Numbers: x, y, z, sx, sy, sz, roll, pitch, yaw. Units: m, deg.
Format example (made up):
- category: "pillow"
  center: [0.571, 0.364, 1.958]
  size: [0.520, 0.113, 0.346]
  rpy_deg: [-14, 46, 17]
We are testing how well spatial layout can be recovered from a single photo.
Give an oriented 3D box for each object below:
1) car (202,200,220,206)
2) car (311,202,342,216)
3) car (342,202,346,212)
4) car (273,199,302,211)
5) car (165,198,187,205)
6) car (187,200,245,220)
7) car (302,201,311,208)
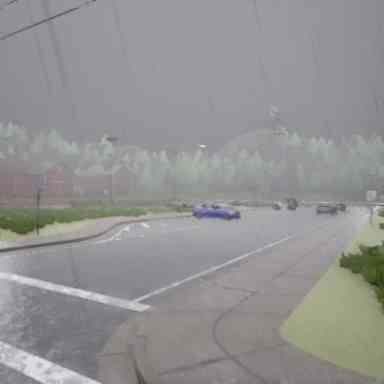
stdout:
- category: "car"
  center: [4.136, 2.312, 70.671]
  size: [1.895, 1.301, 4.718]
  rpy_deg: [0, -1, 31]
- category: "car"
  center: [16.383, 2.035, 40.384]
  size: [2.128, 1.511, 4.902]
  rpy_deg: [0, -1, 31]
- category: "car"
  center: [21.740, 2.173, 49.589]
  size: [2.128, 1.511, 4.902]
  rpy_deg: [0, -1, 31]
- category: "car"
  center: [14.713, 1.957, 52.598]
  size: [3.866, 1.878, 1.905]
  rpy_deg: [0, -1, 31]
- category: "car"
  center: [-1.887, 1.779, 50.618]
  size: [4.605, 1.855, 1.932]
  rpy_deg: [0, -1, 31]
- category: "car"
  center: [2.337, 1.810, 31.795]
  size: [4.611, 1.667, 2.242]
  rpy_deg: [0, -1, 31]
- category: "car"
  center: [21.115, 2.323, 64.473]
  size: [4.193, 1.474, 1.816]
  rpy_deg: [0, -1, 31]
